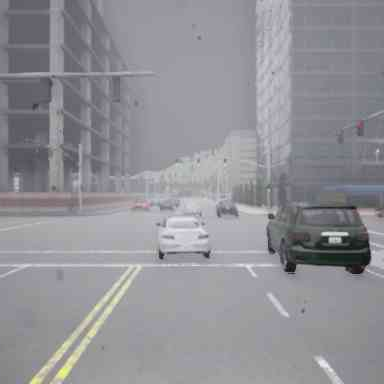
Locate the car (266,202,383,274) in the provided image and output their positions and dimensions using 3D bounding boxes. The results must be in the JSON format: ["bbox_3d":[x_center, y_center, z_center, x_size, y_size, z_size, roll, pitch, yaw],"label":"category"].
[{"bbox_3d":[3.856,1.322,11.070,2.150,2.045,5.566,0,0,5],"label":"car"}]

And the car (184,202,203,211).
[{"bbox_3d":[0.095,1.849,36.355,1.812,1.442,4.674,0,-1,0],"label":"car"}]

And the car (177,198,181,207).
[{"bbox_3d":[-3.546,1.896,61.219,2.097,1.767,4.553,0,-1,0],"label":"car"}]

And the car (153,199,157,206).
[{"bbox_3d":[-7.012,2.105,65.175,1.812,1.442,4.674,0,-1,0],"label":"car"}]

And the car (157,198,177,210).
[{"bbox_3d":[-3.584,1.930,48.095,1.837,1.490,4.892,0,0,0],"label":"car"}]

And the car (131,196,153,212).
[{"bbox_3d":[-7.088,1.762,46.117,2.097,1.767,4.553,0,0,0],"label":"car"}]

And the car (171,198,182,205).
[{"bbox_3d":[-3.512,2.145,76.111,2.128,1.511,4.902,0,-1,0],"label":"car"}]

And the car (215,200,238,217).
[{"bbox_3d":[3.594,1.669,35.580,2.097,1.767,4.553,0,-1,0],"label":"car"}]

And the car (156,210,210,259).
[{"bbox_3d":[-0.427,1.643,13.118,1.812,1.442,4.674,0,0,-6],"label":"car"}]
